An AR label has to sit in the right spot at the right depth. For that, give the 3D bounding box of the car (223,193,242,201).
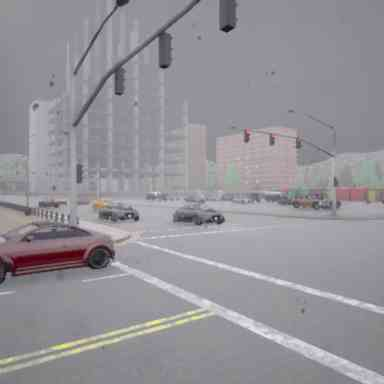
[{"bbox_3d":[9.272,1.106,76.639,1.932,1.855,4.605,0,0,-35],"label":"car"}]

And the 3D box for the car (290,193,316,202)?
[{"bbox_3d":[22.504,1.101,67.551,1.932,1.855,4.605,0,0,-35],"label":"car"}]

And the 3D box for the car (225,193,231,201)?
[{"bbox_3d":[7.111,1.319,75.048,1.784,1.438,3.905,0,0,-35],"label":"car"}]

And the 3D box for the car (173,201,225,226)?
[{"bbox_3d":[0.410,1.551,23.264,1.994,1.385,4.181,0,0,-36],"label":"car"}]

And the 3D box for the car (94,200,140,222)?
[{"bbox_3d":[-5.678,1.554,25.762,1.994,1.385,4.181,0,0,-35],"label":"car"}]

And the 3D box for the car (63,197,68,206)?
[{"bbox_3d":[-21.903,1.467,54.709,1.882,1.535,5.008,0,0,-35],"label":"car"}]

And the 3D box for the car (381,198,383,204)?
[{"bbox_3d":[32.642,1.104,53.262,1.905,1.878,3.866,0,0,-35],"label":"car"}]

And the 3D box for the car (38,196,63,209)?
[{"bbox_3d":[-19.362,1.592,44.992,1.895,1.301,4.718,0,0,-35],"label":"car"}]

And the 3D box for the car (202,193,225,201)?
[{"bbox_3d":[4.747,1.353,73.376,1.970,1.475,3.806,0,0,-35],"label":"car"}]

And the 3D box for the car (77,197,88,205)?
[{"bbox_3d":[-19.273,1.548,57.231,1.994,1.385,4.181,0,0,-35],"label":"car"}]

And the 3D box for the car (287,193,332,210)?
[{"bbox_3d":[14.251,1.122,40.268,1.932,1.855,4.605,0,0,-35],"label":"car"}]

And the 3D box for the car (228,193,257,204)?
[{"bbox_3d":[8.763,1.359,57.717,1.970,1.475,3.806,0,0,-35],"label":"car"}]

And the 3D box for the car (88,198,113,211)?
[{"bbox_3d":[-9.580,1.465,37.266,1.882,1.535,5.008,0,0,-35],"label":"car"}]

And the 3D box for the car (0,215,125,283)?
[{"bbox_3d":[-4.325,1.562,9.412,4.181,1.385,1.994,0,0,-38],"label":"car"}]

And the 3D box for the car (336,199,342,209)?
[{"bbox_3d":[16.645,1.122,41.896,1.905,1.878,3.866,0,0,-35],"label":"car"}]

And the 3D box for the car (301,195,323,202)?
[{"bbox_3d":[24.905,1.309,69.172,1.784,1.438,3.905,0,0,-35],"label":"car"}]
